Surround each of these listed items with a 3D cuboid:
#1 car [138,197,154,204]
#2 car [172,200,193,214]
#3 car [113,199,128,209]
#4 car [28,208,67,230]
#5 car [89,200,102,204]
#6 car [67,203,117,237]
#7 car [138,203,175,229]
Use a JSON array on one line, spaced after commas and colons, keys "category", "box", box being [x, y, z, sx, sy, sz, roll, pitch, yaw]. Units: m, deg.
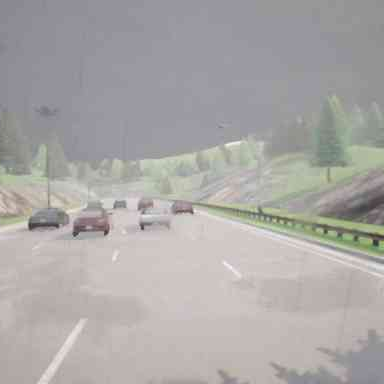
[{"category": "car", "box": [-6.107, 1.475, 44.041, 2.097, 1.767, 4.553, -1, 0, -10]}, {"category": "car", "box": [-1.089, 1.583, 35.344, 1.994, 1.385, 4.181, -1, 0, -9]}, {"category": "car", "box": [-10.563, 1.709, 49.078, 2.128, 1.511, 4.902, -1, 0, -11]}, {"category": "car", "box": [-9.746, 1.766, 22.988, 1.994, 1.385, 4.181, -1, 0, -9]}, {"category": "car", "box": [-14.000, 1.853, 48.390, 1.994, 1.385, 4.181, -1, 0, -11]}, {"category": "car", "box": [-5.586, 1.641, 19.131, 1.812, 1.442, 4.674, -1, 0, -9]}, {"category": "car", "box": [-2.514, 1.651, 22.140, 1.895, 1.301, 4.718, -1, 0, -9]}]
